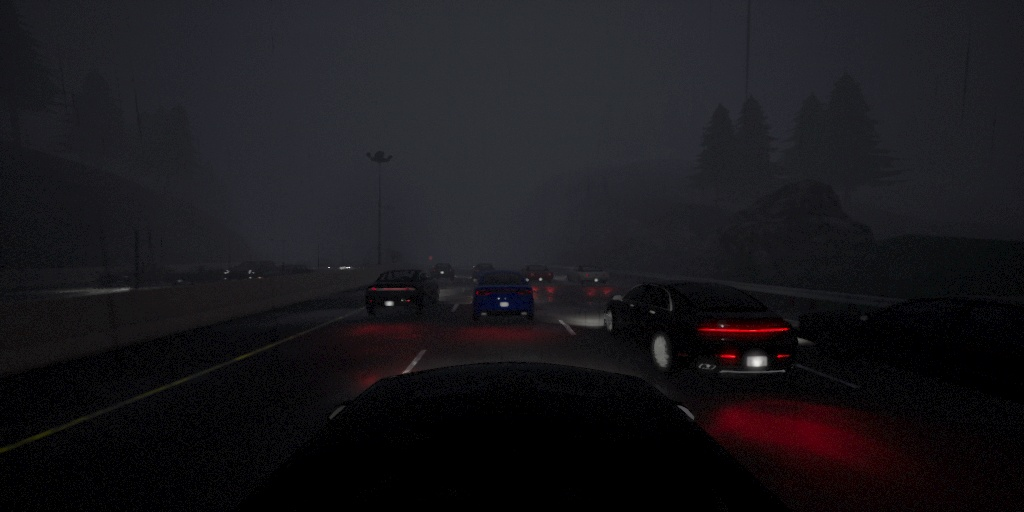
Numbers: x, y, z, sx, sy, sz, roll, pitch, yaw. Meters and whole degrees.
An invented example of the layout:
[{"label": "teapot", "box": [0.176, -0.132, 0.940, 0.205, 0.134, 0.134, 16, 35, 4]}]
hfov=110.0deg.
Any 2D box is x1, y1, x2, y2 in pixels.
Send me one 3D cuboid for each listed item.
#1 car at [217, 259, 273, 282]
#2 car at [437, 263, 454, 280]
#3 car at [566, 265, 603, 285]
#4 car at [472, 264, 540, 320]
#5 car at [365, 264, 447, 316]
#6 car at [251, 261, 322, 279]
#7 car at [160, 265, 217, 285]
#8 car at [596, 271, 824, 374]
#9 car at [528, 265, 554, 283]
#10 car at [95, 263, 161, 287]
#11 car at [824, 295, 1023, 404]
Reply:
[{"label": "car", "box": [-19.788, 1.133, 27.487, 2.097, 1.767, 4.553, 0, 0, -9]}, {"label": "car", "box": [-6.045, 1.312, 31.342, 1.994, 1.385, 4.181, 0, 0, -10]}, {"label": "car", "box": [5.367, 1.327, 26.205, 1.895, 1.301, 4.718, 0, 0, -7]}, {"label": "car", "box": [-0.370, 1.223, 12.685, 1.882, 1.535, 5.008, 0, 0, -3]}, {"label": "car", "box": [-3.923, 1.244, 13.433, 2.128, 1.511, 4.902, 0, 0, -4]}, {"label": "car", "box": [-15.954, 1.321, 25.791, 2.033, 1.411, 5.357, 0, 0, -8]}, {"label": "car", "box": [-23.200, 1.390, 26.871, 1.895, 1.301, 4.718, 0, 0, -9]}, {"label": "car", "box": [3.387, 1.244, 7.496, 1.837, 1.490, 4.892, 0, 0, -2]}, {"label": "car", "box": [1.693, 1.334, 27.223, 1.895, 1.301, 4.718, 0, 0, -8]}, {"label": "car", "box": [-26.547, 1.275, 25.520, 1.882, 1.535, 5.008, 0, 0, -9]}, {"label": "car", "box": [7.000, 1.280, 5.180, 2.033, 1.411, 5.357, 0, 0, -1]}]
